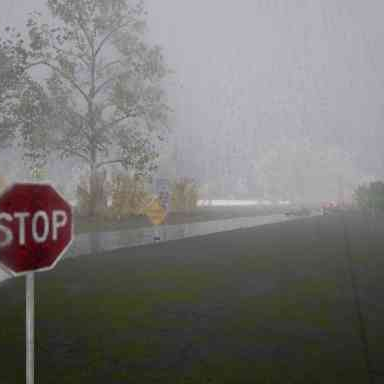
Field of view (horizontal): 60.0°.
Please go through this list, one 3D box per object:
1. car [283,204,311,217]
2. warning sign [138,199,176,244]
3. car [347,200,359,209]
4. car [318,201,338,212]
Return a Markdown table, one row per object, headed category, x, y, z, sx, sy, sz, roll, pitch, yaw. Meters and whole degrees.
| category | x | y | z | sx | sy | sz | roll | pitch | yaw |
| --- | --- | --- | --- | --- | --- | --- | --- | --- | --- |
| car | 12.355 | 2.150 | 38.868 | 2.033 | 1.411 | 5.357 | -1 | -2 | 35 |
| warning sign | -1.561 | 1.247 | 14.810 | 1.300 | 1.860 | 1.060 | 0 | 0 | 35 |
| car | 31.717 | 2.414 | 64.737 | 2.097 | 1.767 | 4.553 | -1 | -2 | 35 |
| car | 20.965 | 2.180 | 51.117 | 2.097 | 1.767 | 4.553 | -1 | -2 | 35 |
